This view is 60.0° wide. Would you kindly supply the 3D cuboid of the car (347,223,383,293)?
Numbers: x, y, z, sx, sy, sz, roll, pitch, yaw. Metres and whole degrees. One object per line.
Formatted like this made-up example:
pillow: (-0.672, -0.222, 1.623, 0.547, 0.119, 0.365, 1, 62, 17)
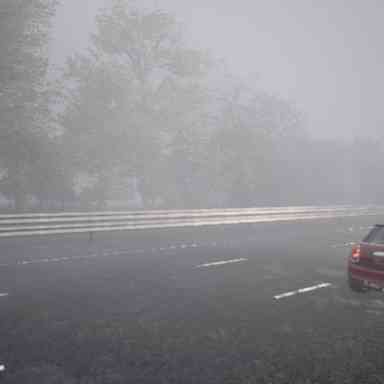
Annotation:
car: (5.754, 1.443, 7.902, 4.553, 1.767, 2.097, 1, 0, -35)
